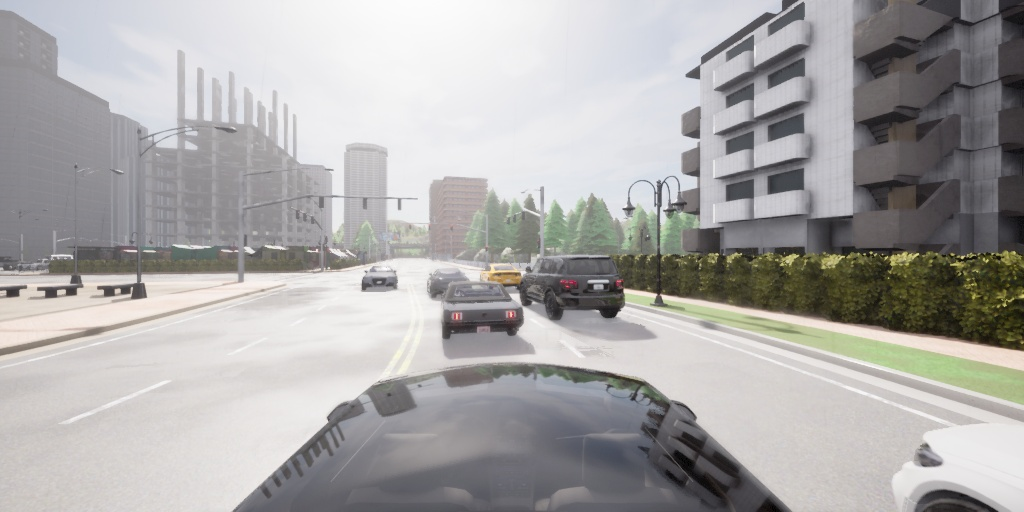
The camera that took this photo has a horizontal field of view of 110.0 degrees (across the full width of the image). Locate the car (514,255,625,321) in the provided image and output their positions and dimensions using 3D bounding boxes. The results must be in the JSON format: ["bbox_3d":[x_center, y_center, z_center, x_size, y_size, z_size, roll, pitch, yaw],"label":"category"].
[{"bbox_3d":[1.858,0.971,12.799,2.150,2.045,5.566,0,0,-13],"label":"car"}]

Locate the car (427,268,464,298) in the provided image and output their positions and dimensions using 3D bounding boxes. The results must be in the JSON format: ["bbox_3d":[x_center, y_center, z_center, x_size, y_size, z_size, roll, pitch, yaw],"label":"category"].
[{"bbox_3d":[-3.323,1.314,18.624,1.994,1.385,4.181,0,0,-16],"label":"car"}]

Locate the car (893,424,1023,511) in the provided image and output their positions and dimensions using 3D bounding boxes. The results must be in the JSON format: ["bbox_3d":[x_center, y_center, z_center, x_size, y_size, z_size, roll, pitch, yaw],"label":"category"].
[{"bbox_3d":[3.308,1.276,0.279,1.812,1.442,4.674,0,0,1],"label":"car"}]

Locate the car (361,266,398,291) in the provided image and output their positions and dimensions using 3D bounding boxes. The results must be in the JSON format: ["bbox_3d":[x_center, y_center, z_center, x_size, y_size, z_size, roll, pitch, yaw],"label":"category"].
[{"bbox_3d":[-8.100,1.315,22.189,1.994,1.385,4.181,0,0,-17],"label":"car"}]

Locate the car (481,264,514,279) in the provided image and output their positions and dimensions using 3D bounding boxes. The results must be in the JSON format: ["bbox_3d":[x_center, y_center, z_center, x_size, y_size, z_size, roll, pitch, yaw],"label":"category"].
[{"bbox_3d":[-0.797,1.228,22.382,1.882,1.535,5.008,0,0,-14],"label":"car"}]

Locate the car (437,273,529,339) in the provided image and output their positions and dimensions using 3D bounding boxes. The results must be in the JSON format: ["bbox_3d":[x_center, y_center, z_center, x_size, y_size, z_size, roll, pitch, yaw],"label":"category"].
[{"bbox_3d":[-1.078,1.351,10.157,1.895,1.301,4.718,0,0,-12],"label":"car"}]
